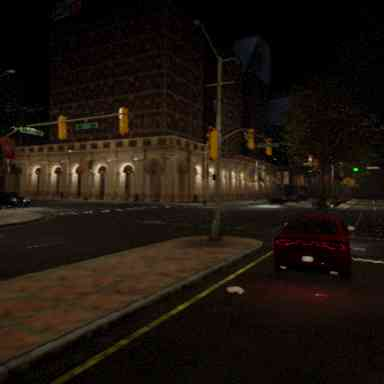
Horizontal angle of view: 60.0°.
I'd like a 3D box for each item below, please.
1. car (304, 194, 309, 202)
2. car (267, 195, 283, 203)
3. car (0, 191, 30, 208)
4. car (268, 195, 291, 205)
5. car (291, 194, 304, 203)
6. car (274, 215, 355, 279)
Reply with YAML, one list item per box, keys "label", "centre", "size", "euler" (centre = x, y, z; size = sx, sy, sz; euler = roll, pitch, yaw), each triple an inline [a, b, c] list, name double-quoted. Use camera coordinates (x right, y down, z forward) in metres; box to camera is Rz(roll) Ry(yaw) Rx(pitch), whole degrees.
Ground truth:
- label: "car"
  centre: [23.702, 1.219, 70.994]
  size: [1.882, 1.535, 5.008]
  euler: [1, 1, 28]
- label: "car"
  centre: [15.891, 1.289, 63.379]
  size: [1.895, 1.301, 4.718]
  euler: [1, 1, 28]
- label: "car"
  centre: [-20.028, 0.760, 36.602]
  size: [4.553, 1.767, 2.097]
  euler: [1, 1, 28]
- label: "car"
  centre: [13.878, 1.353, 52.942]
  size: [1.895, 1.301, 4.718]
  euler: [1, 1, 29]
- label: "car"
  centre: [18.719, 1.295, 61.776]
  size: [2.033, 1.411, 5.357]
  euler: [1, 1, 28]
- label: "car"
  centre: [3.835, 1.441, 10.211]
  size: [1.882, 1.535, 5.008]
  euler: [1, 1, 25]
